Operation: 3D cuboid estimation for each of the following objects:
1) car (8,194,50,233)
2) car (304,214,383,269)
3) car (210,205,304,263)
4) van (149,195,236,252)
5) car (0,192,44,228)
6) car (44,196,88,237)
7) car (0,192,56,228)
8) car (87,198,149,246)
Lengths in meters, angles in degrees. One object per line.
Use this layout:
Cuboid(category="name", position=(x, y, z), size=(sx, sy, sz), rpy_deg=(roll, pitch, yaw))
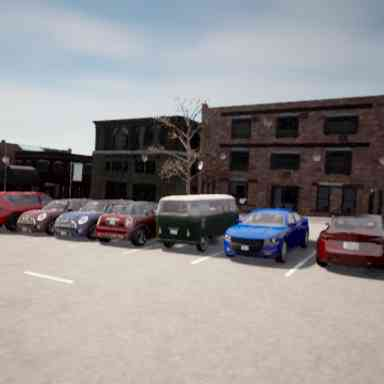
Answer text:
Cuboid(category="car", position=(-6.781, 1.168, 17.662), size=(2.185, 1.767, 4.553), rpy_deg=(0, 0, 31))
Cuboid(category="car", position=(5.251, 1.412, 10.474), size=(2.163, 1.488, 4.792), rpy_deg=(0, 0, 31))
Cuboid(category="car", position=(2.832, 1.365, 11.891), size=(2.097, 1.535, 5.008), rpy_deg=(0, 0, 31))
Cuboid(category="van", position=(0.483, 1.121, 13.422), size=(1.878, 1.987, 4.442), rpy_deg=(0, 0, 31))
Cuboid(category="car", position=(-9.189, 1.025, 19.096), size=(2.435, 2.045, 5.566), rpy_deg=(0, 0, 31))
Cuboid(category="car", position=(-4.374, 1.186, 16.225), size=(2.185, 1.767, 4.553), rpy_deg=(0, 0, 31))
Cuboid(category="car", position=(-11.595, 1.007, 20.534), size=(2.435, 2.045, 5.566), rpy_deg=(0, 0, 31))
Cuboid(category="car", position=(-2.000, 1.204, 14.733), size=(2.185, 1.767, 4.553), rpy_deg=(0, 0, 31))
